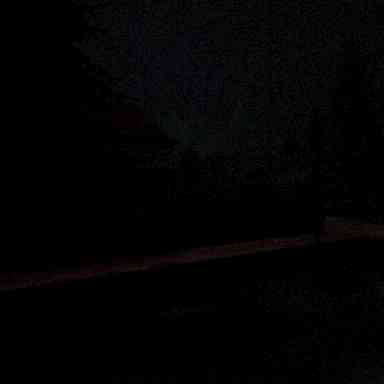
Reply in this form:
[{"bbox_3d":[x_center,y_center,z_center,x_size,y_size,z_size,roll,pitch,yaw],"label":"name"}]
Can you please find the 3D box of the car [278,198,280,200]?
[{"bbox_3d":[7.685,1.315,30.199,1.882,1.535,5.008,0,0,-36],"label":"car"}]
